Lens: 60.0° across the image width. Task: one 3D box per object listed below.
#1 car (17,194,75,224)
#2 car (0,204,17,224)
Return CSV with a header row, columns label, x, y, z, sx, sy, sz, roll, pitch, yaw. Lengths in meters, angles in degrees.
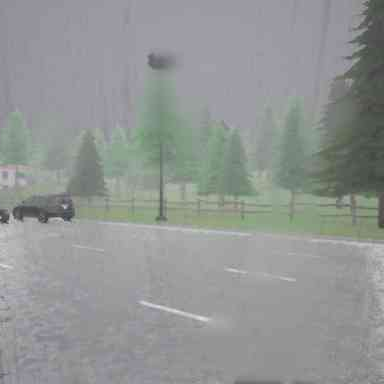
label,x,y,z,sx,sy,sz,roll,pitch,yaw
car,-11.032,1.181,24.754,5.566,2.045,2.150,0,0,35
car,-14.250,1.483,22.733,4.674,1.442,1.812,0,0,35
